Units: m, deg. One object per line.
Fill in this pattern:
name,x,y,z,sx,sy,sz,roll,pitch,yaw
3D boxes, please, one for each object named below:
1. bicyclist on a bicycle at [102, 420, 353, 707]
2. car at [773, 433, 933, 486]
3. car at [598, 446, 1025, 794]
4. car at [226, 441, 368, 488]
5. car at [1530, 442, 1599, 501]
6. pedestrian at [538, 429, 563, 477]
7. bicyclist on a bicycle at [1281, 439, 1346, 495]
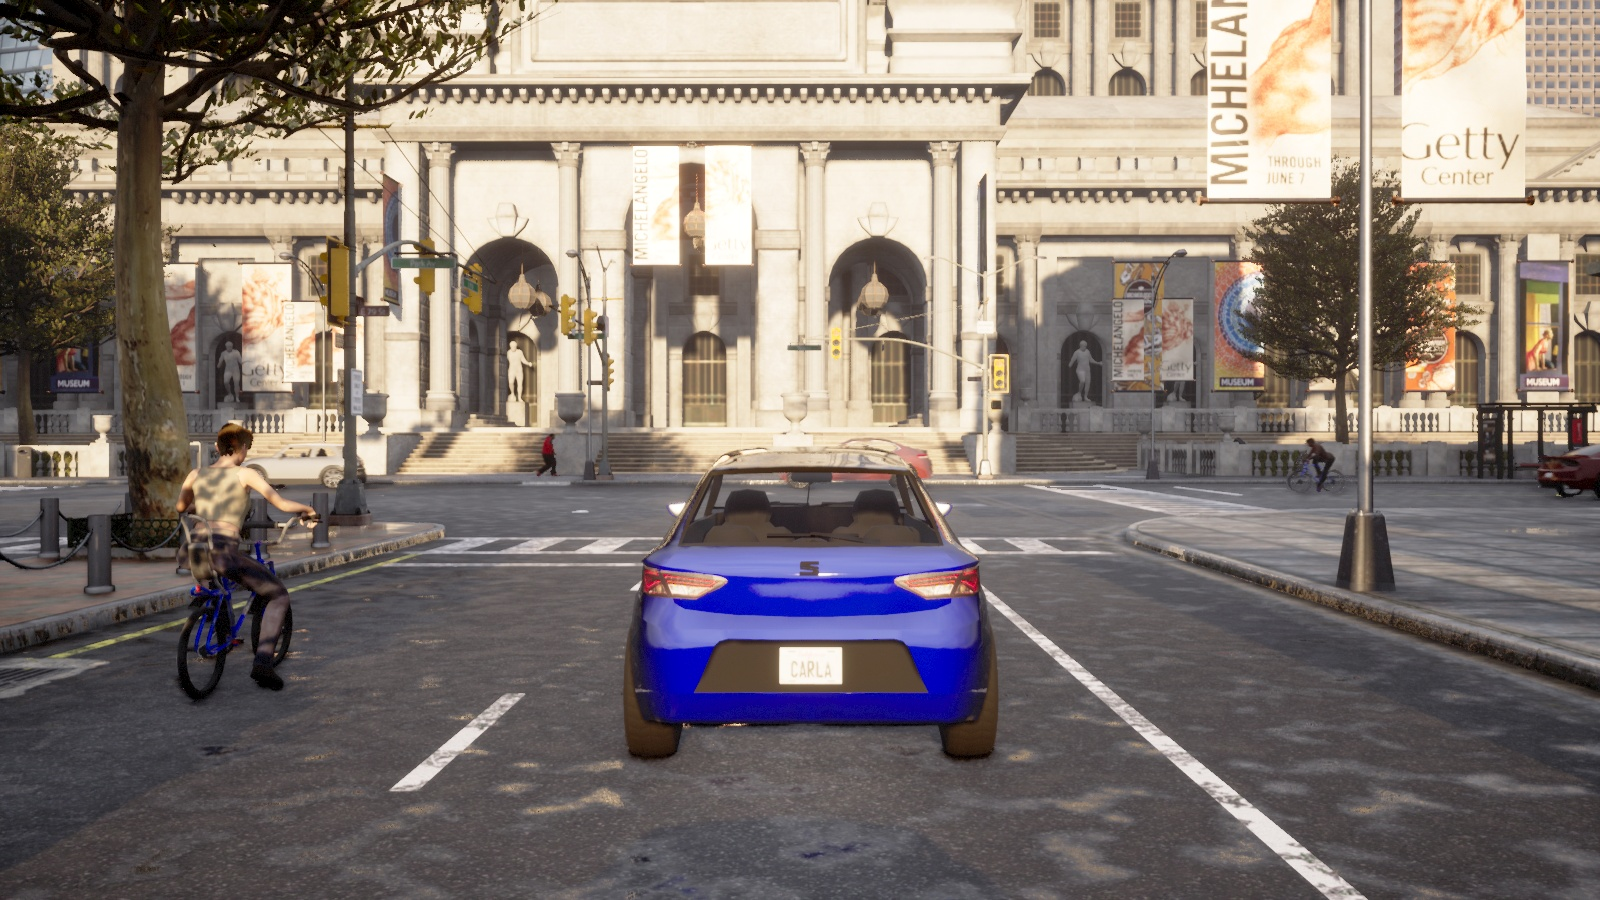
bicyclist on a bicycle,-3.492,0.635,7.820,0.866,1.612,1.509,0,0,0
car,1.671,0.293,40.458,5.027,1.651,2.152,0,0,1
car,0.057,0.717,7.450,1.816,1.474,4.193,0,0,0
car,-16.215,0.464,40.632,3.806,1.475,1.970,0,0,1
car,22.400,0.550,33.259,5.008,1.535,1.882,0,0,1
pedestrian,-9.636,0.116,48.486,0.899,1.844,0.634,0,0,-5
bicyclist on a bicycle,15.061,0.499,36.830,1.656,1.620,0.582,0,0,1
